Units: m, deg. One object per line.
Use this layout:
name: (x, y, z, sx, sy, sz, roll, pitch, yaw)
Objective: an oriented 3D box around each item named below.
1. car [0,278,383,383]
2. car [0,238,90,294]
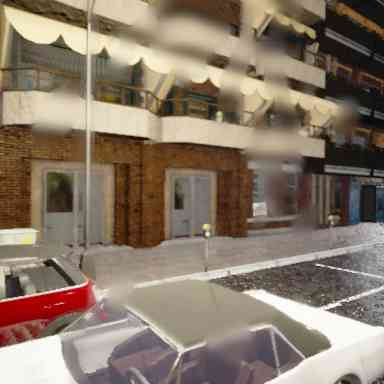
car: (-0.361, 1.604, 2.813, 4.718, 1.301, 1.895, 0, 0, -35)
car: (-3.150, 1.439, 3.844, 4.097, 1.590, 1.967, 0, 0, -35)
